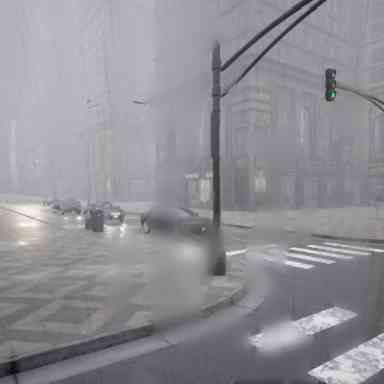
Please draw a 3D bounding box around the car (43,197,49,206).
[{"bbox_3d":[-21.983,1.446,52.116,1.812,1.442,4.674,0,0,-35],"label":"car"}]

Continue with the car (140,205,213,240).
[{"bbox_3d":[-0.894,1.470,17.211,1.882,1.535,5.008,0,0,-36],"label":"car"}]

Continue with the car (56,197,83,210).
[{"bbox_3d":[-16.342,1.489,44.301,2.033,1.411,5.357,0,0,-35],"label":"car"}]

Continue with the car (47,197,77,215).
[{"bbox_3d":[-12.954,1.518,34.131,2.033,1.411,5.357,0,0,-35],"label":"car"}]

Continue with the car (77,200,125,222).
[{"bbox_3d":[-6.807,1.480,25.499,2.128,1.511,4.902,0,0,-36],"label":"car"}]
